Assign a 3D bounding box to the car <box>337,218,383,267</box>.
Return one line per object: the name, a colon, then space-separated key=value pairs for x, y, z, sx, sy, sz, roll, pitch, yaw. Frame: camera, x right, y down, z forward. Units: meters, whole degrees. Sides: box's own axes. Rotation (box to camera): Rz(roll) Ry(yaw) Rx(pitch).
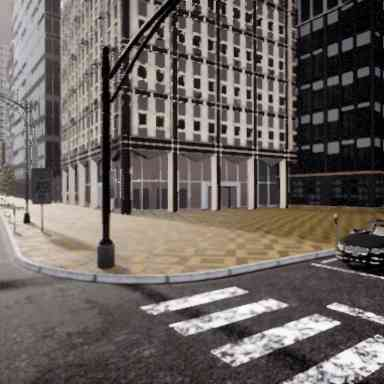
car: x=6.412 y=1.540 z=10.716 sx=4.403 sy=1.369 sz=2.008 roll=0 pitch=0 yaw=-36
